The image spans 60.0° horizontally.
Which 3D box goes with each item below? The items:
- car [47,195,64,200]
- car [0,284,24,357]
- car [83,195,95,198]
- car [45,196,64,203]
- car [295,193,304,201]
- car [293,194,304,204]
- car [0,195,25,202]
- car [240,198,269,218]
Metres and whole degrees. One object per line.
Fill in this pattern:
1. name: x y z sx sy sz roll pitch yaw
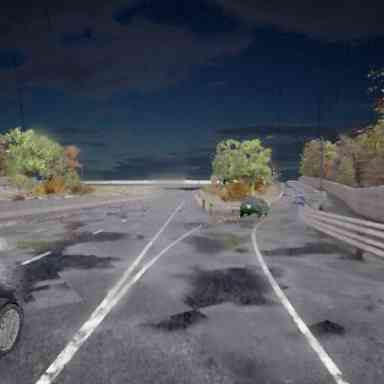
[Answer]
1. car: -21.154 1.515 52.215 1.812 1.442 4.674 0 0 0
2. car: -3.412 1.523 3.033 1.812 1.442 4.674 0 0 0
3. car: -21.146 1.358 68.367 2.097 1.767 4.553 0 0 0
4. car: -28.146 1.498 68.168 1.837 1.490 4.892 0 0 0
5. car: 26.149 1.214 80.804 1.882 1.535 5.008 0 4 19
6. car: 22.822 1.869 71.715 1.994 1.385 4.181 0 3 20
7. car: -28.151 1.336 52.066 2.097 1.767 4.553 0 0 0
8. car: 6.633 1.639 35.156 2.150 2.045 5.566 0 -1 23
